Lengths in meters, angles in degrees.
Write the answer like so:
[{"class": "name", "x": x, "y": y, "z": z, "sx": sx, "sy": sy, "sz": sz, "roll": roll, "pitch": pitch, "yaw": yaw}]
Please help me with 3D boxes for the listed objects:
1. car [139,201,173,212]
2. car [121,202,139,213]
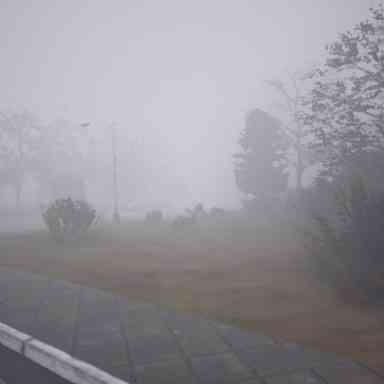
[{"class": "car", "x": -4.597, "y": 2.046, "z": 46.562, "sx": 2.128, "sy": 1.511, "sz": 4.902, "roll": -2, "pitch": -1, "yaw": 32}, {"class": "car", "x": -8.050, "y": 2.189, "z": 47.645, "sx": 1.812, "sy": 1.442, "sz": 4.674, "roll": -2, "pitch": -1, "yaw": 32}]
